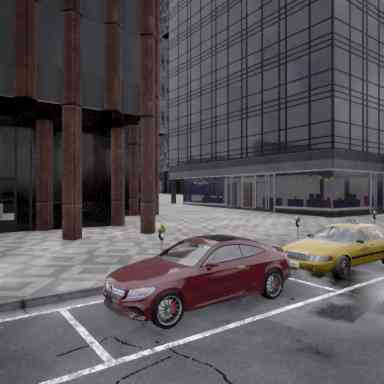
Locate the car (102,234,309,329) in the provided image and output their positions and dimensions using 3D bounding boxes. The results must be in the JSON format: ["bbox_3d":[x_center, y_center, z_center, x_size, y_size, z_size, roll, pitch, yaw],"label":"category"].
[{"bbox_3d":[0.296,1.582,6.875,4.206,1.307,1.802,0,0,-36],"label":"car"}]

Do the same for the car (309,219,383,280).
[{"bbox_3d":[4.575,1.526,9.948,4.829,1.417,1.752,0,0,-36],"label":"car"}]
